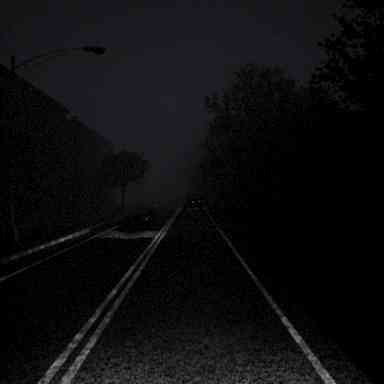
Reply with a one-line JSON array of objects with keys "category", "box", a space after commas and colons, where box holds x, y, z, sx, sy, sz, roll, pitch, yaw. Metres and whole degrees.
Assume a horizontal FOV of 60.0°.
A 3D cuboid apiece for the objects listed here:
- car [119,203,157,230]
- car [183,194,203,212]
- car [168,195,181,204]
[{"category": "car", "box": [-3.349, 1.461, 21.283, 1.882, 1.535, 5.008, 0, 0, 0]}, {"category": "car", "box": [0.102, 1.189, 38.840, 2.150, 2.045, 5.566, 0, 0, 0]}, {"category": "car", "box": [-3.258, 1.377, 62.172, 2.097, 1.767, 4.553, 0, 0, 1]}]
